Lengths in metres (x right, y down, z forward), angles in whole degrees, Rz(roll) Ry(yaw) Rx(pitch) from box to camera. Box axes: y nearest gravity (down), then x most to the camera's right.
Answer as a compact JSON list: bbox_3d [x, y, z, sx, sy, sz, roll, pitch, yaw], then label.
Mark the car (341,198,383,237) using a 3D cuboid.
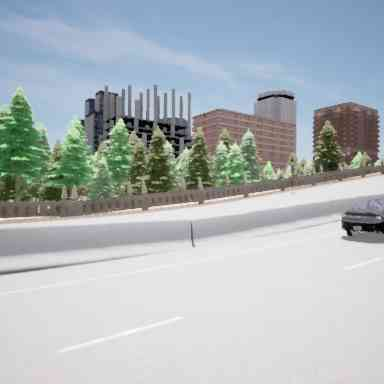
[{"bbox_3d":[8.257,1.008,14.009,4.902,1.511,2.128,-5,3,-35],"label":"car"}]
